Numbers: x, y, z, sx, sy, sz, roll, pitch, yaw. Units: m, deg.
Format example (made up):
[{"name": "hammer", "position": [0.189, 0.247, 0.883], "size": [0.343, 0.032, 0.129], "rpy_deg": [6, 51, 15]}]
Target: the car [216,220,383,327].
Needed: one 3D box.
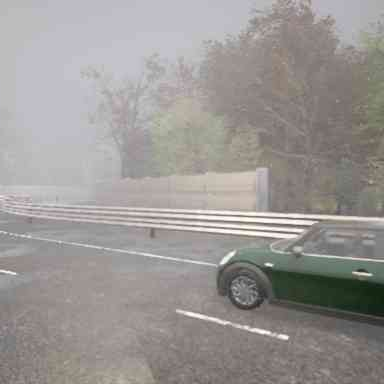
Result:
[{"name": "car", "position": [2.692, 1.302, 6.180], "size": [4.553, 1.767, 2.097], "rpy_deg": [0, 1, 34]}]
